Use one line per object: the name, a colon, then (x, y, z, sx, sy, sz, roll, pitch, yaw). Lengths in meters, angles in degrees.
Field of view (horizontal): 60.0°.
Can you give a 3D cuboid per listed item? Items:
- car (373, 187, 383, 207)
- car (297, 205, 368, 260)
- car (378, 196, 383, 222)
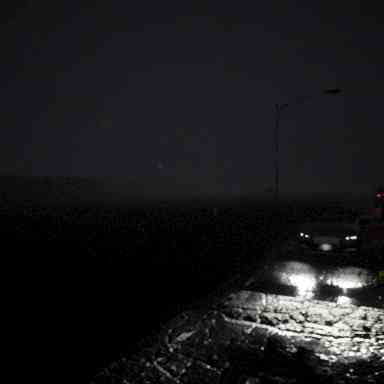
car: (20.500, 0.452, 35.140, 2.150, 2.045, 5.566, 0, 1, 28)
car: (4.976, 1.256, 11.708, 2.128, 1.511, 4.902, 0, 1, 28)
car: (12.888, 1.153, 20.663, 1.895, 1.301, 4.718, 0, 1, 28)
